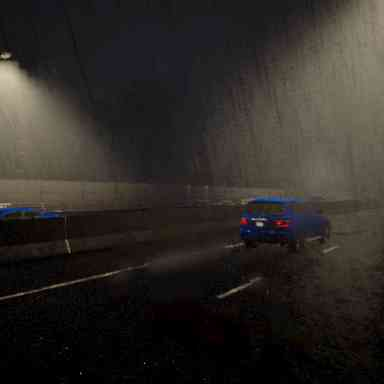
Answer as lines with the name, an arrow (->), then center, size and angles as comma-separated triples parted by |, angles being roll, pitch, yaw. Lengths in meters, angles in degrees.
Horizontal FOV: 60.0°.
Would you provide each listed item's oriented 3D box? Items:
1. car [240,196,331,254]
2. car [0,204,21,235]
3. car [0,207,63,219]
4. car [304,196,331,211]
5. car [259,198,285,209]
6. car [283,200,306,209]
car -> 4.166, 1.304, 14.313 | 2.150, 2.045, 5.566 | 0, 0, 39
car -> -11.776, 1.482, 17.099 | 1.882, 1.535, 5.008 | 0, 0, 39
car -> -8.524, 1.494, 15.563 | 1.882, 1.535, 5.008 | 0, 0, 39
car -> 18.767, 1.667, 49.602 | 2.150, 2.045, 5.566 | 0, 0, 39
car -> 12.979, 1.817, 53.581 | 2.128, 1.511, 4.902 | 0, 0, 39
car -> 16.048, 1.927, 51.807 | 1.994, 1.385, 4.181 | 0, 0, 39
